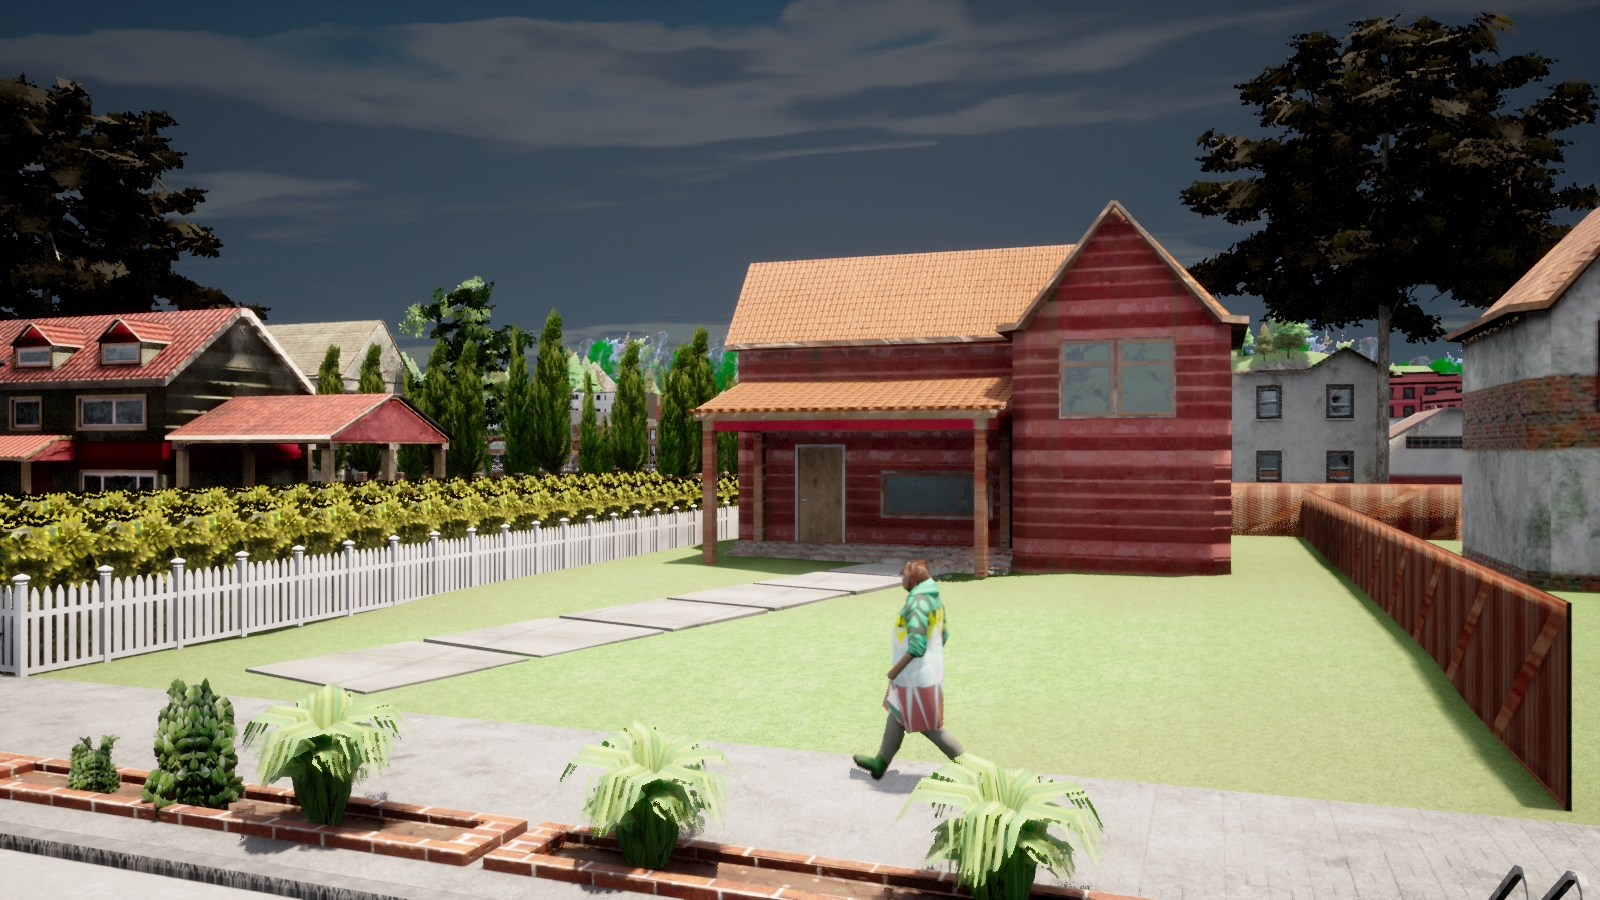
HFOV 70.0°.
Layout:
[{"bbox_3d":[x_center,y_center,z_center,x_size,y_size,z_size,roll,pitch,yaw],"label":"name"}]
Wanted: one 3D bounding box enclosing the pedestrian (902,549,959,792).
[{"bbox_3d":[1.053,1.744,9.169,0.375,1.860,0.375,0,0,20],"label":"pedestrian"}]
